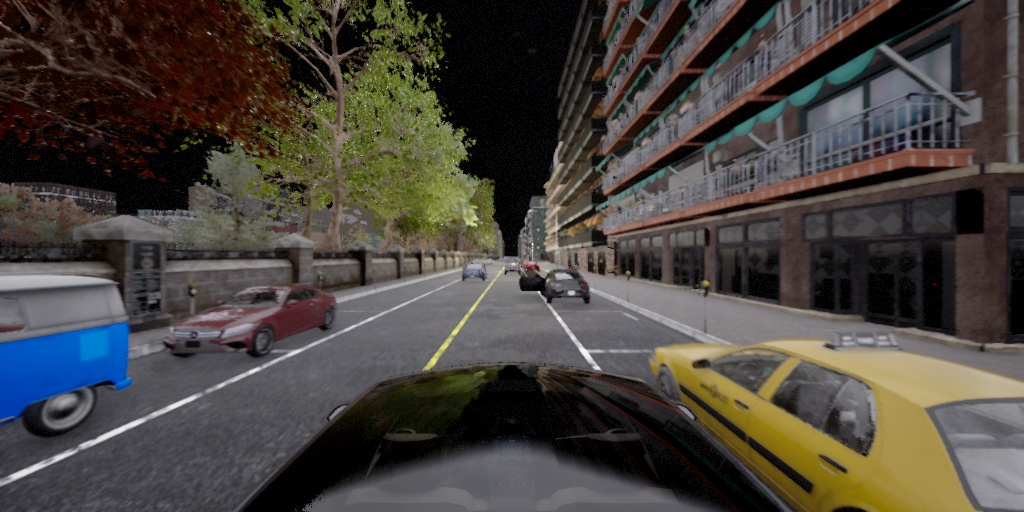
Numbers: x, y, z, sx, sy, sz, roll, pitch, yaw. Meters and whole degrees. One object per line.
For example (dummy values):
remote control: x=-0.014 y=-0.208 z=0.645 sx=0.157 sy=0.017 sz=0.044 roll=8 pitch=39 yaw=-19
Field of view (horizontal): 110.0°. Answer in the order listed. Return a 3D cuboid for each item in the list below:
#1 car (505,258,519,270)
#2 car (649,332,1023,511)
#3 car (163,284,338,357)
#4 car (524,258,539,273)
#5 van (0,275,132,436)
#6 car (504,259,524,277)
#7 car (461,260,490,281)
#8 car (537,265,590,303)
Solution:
car: x=0.021 y=1.179 z=55.811 sx=2.097 sy=1.767 sz=4.553 roll=0 pitch=0 yaw=0
car: x=2.692 y=1.276 z=3.024 sx=1.751 sy=1.417 sz=4.829 roll=0 pitch=0 yaw=0
car: x=-5.688 y=1.339 z=8.487 sx=1.802 sy=1.307 sz=4.207 roll=0 pitch=0 yaw=0
car: x=2.708 y=1.357 z=47.896 sx=1.888 sy=1.381 sz=4.507 roll=0 pitch=0 yaw=0
van: x=-5.689 y=1.092 z=2.856 sx=1.690 sy=1.789 sz=3.998 roll=0 pitch=0 yaw=0
car: x=0.068 y=1.348 z=41.589 sx=2.033 sy=1.411 sz=5.357 roll=0 pitch=0 yaw=1
car: x=-3.086 y=1.308 z=30.157 sx=1.812 sy=1.442 sz=4.674 roll=0 pitch=0 yaw=0
car: x=2.357 y=1.291 z=16.507 sx=1.812 sy=1.442 sz=4.674 roll=0 pitch=0 yaw=0
